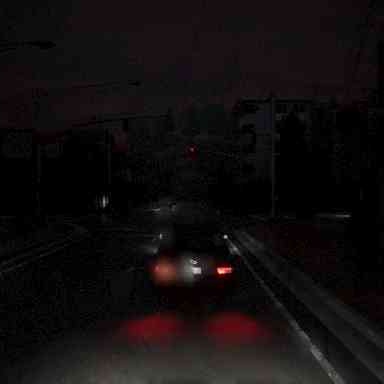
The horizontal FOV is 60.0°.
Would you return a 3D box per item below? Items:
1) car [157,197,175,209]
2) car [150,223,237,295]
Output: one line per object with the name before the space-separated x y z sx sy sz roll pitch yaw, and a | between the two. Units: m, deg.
car | -3.711 1.526 45.965 1.812 1.442 4.674 0 0 0
car | 0.038 1.547 8.853 2.033 1.411 5.357 0 0 0
